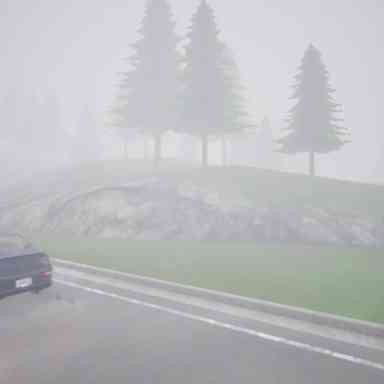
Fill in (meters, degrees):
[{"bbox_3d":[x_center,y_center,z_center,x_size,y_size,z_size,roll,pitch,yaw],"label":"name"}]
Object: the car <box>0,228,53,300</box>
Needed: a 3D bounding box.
[{"bbox_3d":[-5.024,1.535,7.576,4.674,1.442,1.812,0,0,36],"label":"car"}]
